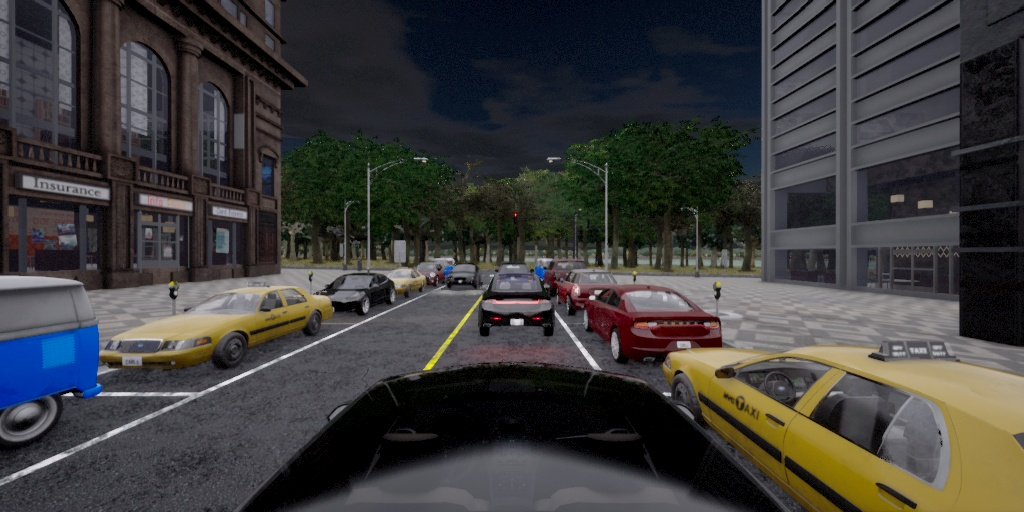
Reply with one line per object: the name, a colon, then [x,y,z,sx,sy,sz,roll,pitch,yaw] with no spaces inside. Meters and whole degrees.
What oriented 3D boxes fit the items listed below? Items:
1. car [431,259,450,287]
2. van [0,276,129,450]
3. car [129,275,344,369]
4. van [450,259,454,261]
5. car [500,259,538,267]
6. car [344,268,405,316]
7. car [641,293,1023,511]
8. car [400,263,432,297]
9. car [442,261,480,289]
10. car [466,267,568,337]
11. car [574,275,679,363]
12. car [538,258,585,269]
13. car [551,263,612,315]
car: [-5.728,1.191,24.327,1.967,1.591,4.097,0,0,0]
van: [-5.762,1.090,2.578,1.690,1.789,3.998,0,0,0]
car: [-5.754,1.275,7.845,1.751,1.417,4.829,0,0,0]
van: [-5.719,1.093,29.765,1.690,1.789,3.998,0,0,0]
car: [0.128,1.102,19.281,2.097,1.767,4.553,0,0,1]
car: [-5.745,1.315,13.452,1.948,1.339,4.313,0,0,0]
car: [2.763,1.275,2.734,1.751,1.417,4.829,0,0,0]
car: [-5.737,1.275,18.720,1.751,1.417,4.829,0,0,0]
car: [-3.006,1.257,23.374,1.837,1.490,4.892,0,0,1]
car: [0.114,1.241,10.316,2.128,1.511,4.902,0,0,0]
car: [2.772,1.295,8.002,1.888,1.381,4.507,0,0,0]
car: [2.789,1.065,18.877,2.192,1.841,5.009,0,0,0]
car: [2.780,1.189,13.439,1.967,1.591,4.097,0,0,0]
